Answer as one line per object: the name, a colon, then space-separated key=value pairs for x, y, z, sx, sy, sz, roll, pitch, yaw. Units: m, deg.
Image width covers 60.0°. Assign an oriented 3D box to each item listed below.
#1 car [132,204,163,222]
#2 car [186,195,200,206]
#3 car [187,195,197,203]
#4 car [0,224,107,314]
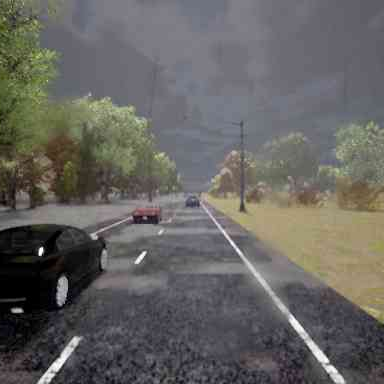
car: x=-3.386 y=1.572 z=26.184 sx=1.895 sy=1.301 sz=4.718 roll=0 pitch=0 yaw=0
car: x=0.128 y=1.300 z=51.873 sx=2.097 sy=1.767 sz=4.553 roll=0 pitch=0 yaw=0
car: x=0.038 y=1.433 z=67.201 sx=1.837 sy=1.490 sz=4.892 roll=0 pitch=0 yaw=0
car: x=-3.395 y=1.469 z=7.735 sx=1.882 sy=1.535 sz=5.008 roll=0 pitch=0 yaw=0
